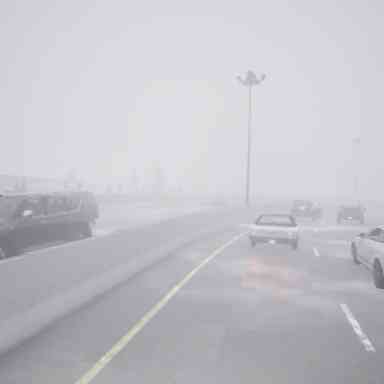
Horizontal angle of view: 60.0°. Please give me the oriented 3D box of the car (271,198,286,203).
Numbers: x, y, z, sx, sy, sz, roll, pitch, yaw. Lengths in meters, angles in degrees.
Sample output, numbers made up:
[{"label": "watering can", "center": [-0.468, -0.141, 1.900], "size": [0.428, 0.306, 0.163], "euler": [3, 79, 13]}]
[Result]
[{"label": "car", "center": [13.574, 1.540, 47.240], "size": [1.882, 1.535, 5.008], "euler": [1, 0, 39]}]

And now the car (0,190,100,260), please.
[{"label": "car", "center": [-5.165, 1.009, 9.788], "size": [2.150, 2.045, 5.566], "euler": [2, 0, 15]}]

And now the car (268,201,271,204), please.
[{"label": "car", "center": [14.221, 1.600, 53.460], "size": [2.033, 1.411, 5.357], "euler": [2, 0, 42]}]

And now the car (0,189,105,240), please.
[{"label": "car", "center": [-6.841, 0.920, 16.517], "size": [2.150, 2.045, 5.566], "euler": [2, 0, 18]}]

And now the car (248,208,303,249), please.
[{"label": "car", "center": [3.783, 1.604, 14.765], "size": [1.895, 1.301, 4.718], "euler": [2, 0, 19]}]

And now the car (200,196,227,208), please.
[{"label": "car", "center": [2.865, 1.301, 44.397], "size": [2.128, 1.511, 4.902], "euler": [2, 0, 34]}]

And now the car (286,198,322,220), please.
[{"label": "car", "center": [10.031, 1.423, 29.017], "size": [2.097, 1.767, 4.553], "euler": [2, 0, 29]}]

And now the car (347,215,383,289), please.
[{"label": "car", "center": [5.679, 1.623, 9.009], "size": [1.812, 1.442, 4.674], "euler": [2, 0, 16]}]

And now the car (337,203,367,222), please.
[{"label": "car", "center": [12.851, 1.663, 26.822], "size": [1.837, 1.490, 4.892], "euler": [1, 0, 28]}]
